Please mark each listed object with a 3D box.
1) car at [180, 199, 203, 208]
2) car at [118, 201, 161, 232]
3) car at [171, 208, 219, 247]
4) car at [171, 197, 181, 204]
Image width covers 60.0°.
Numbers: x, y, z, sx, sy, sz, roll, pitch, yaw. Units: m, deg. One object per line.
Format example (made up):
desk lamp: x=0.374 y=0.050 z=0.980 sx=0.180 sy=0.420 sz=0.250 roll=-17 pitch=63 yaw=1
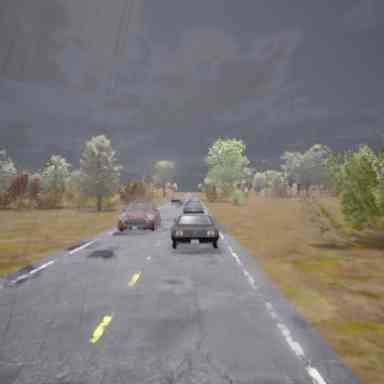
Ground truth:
car: x=0.142 y=1.565 z=32.288 sx=1.994 sy=1.385 sz=4.181 roll=0 pitch=0 yaw=0
car: x=-3.072 y=1.355 z=20.190 sx=2.097 sy=1.767 sz=4.553 roll=0 pitch=0 yaw=0
car: x=0.119 y=1.605 z=14.919 sx=1.895 sy=1.301 sz=4.718 roll=0 pitch=0 yaw=0
car: x=-2.938 y=1.581 z=62.214 sx=1.895 sy=1.301 sz=4.718 roll=0 pitch=0 yaw=1
